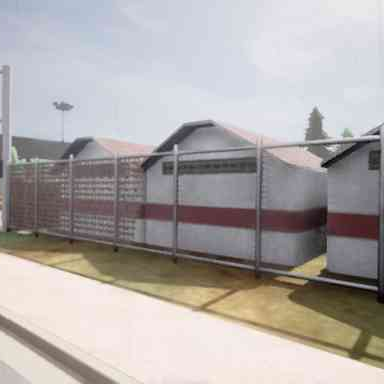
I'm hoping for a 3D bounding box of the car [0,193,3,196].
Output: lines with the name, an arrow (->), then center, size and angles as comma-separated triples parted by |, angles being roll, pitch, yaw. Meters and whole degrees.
car -> -23.526, 0.853, 38.731 | 2.128, 1.511, 4.902 | 1, 1, 37
